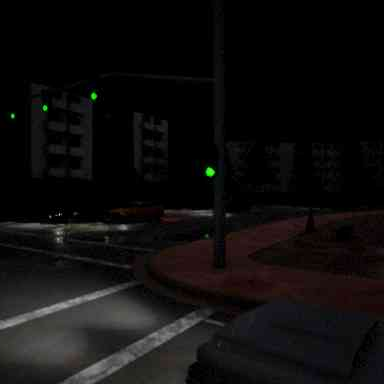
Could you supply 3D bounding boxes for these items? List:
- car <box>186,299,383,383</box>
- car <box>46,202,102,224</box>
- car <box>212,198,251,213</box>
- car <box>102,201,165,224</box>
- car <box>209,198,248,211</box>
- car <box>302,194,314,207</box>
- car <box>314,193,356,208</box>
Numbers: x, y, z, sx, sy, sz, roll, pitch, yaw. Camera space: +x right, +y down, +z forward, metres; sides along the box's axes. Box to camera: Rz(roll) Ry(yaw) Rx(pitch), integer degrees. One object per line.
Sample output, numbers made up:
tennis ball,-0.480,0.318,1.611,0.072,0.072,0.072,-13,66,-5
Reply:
car,2.265,1.601,2.418,4.718,1.301,1.895,0,0,37
car,-8.580,1.515,25.277,1.837,1.490,4.892,0,0,34
car,4.498,1.486,36.900,5.008,1.535,1.882,-1,1,-44
car,-4.178,1.486,25.612,1.882,1.535,5.008,0,0,34
car,4.605,1.501,41.709,4.902,1.511,2.128,0,0,-40
car,19.497,1.223,50.723,5.566,2.045,2.150,0,0,-20
car,20.719,1.265,47.444,5.566,2.045,2.150,0,0,-20
